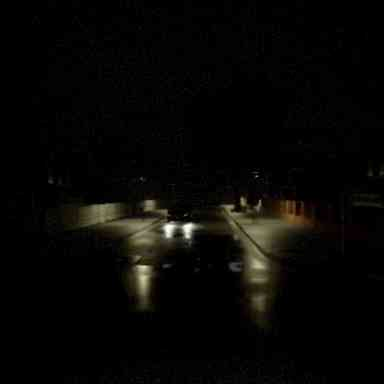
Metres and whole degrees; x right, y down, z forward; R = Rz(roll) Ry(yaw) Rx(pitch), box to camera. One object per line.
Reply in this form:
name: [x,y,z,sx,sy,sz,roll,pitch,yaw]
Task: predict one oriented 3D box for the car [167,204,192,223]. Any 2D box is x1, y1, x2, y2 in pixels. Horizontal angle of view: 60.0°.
car: [-1.044,1.785,28.984,1.882,1.535,5.008,-1,0,3]
